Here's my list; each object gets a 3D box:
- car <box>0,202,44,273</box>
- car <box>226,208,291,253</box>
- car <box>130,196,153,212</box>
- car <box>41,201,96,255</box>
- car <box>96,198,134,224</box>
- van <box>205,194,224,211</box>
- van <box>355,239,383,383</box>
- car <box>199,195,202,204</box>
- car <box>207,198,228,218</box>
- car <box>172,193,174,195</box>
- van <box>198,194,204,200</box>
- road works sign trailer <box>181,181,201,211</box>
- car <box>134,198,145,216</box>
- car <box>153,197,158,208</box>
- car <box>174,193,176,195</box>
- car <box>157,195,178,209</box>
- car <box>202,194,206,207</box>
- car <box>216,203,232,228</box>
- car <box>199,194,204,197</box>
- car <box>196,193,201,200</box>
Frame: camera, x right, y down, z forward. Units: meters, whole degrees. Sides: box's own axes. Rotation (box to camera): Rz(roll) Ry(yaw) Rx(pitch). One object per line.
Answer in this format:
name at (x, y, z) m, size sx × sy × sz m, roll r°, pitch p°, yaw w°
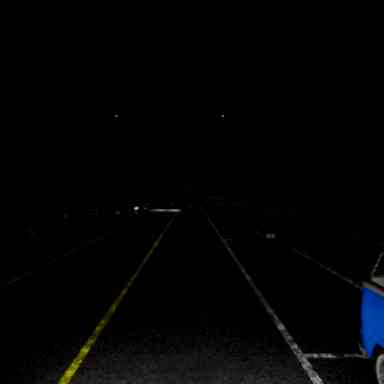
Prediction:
car at (-5.790, 1.314, 7.888) m, size 2.192 × 1.841 × 5.009 m, roll 0°, pitch 0°, yaw 0°
car at (2.713, 1.565, 13.544) m, size 1.947 × 1.339 × 4.313 m, roll 0°, pitch 0°, yaw 0°
car at (-5.893, 1.318, 35.935) m, size 2.192 × 1.841 × 5.009 m, roll 0°, pitch 0°, yaw 0°
car at (-5.811, 1.314, 13.496) m, size 2.192 × 1.841 × 5.009 m, roll 0°, pitch 0°, yaw 0°
car at (-5.853, 1.440, 24.716) m, size 1.967 × 1.590 × 4.097 m, roll 0°, pitch 0°, yaw 0°
van at (2.632, 1.345, 35.981) m, size 1.690 × 1.788 × 3.998 m, roll 0°, pitch 0°, yaw 0°
van at (2.755, 1.341, 2.326) m, size 1.690 × 1.788 × 3.998 m, roll 0°, pitch 0°, yaw 0°
car at (2.570, 1.578, 52.808) m, size 1.947 × 1.339 × 4.313 m, roll 0°, pitch 0°, yaw 0°
car at (2.652, 1.547, 30.372) m, size 1.887 × 1.381 × 4.507 m, roll 0°, pitch 0°, yaw 0°
car at (-6.058, 1.476, 80.810) m, size 1.967 × 1.590 × 4.097 m, roll 0°, pitch 0°, yaw 0°
van at (2.426, 1.390, 92.072) m, size 1.690 × 1.788 × 3.998 m, roll 0°, pitch 0°, yaw 0°
road works sign trailer at (-0.148, 0.470, 40.305) m, size 2.380 × 3.560 × 2.880 m, roll 0°, pitch 0°, yaw 0°
car at (-5.873, 1.552, 30.326) m, size 2.008 × 1.369 × 4.403 m, roll 0°, pitch 0°, yaw 0°
car at (-5.935, 1.574, 47.154) m, size 1.947 × 1.339 × 4.313 m, roll 0°, pitch 0°, yaw 0°
car at (-6.079, 1.357, 86.420) m, size 2.192 × 1.841 × 5.009 m, roll 0°, pitch 0°, yaw 0°
car at (-3.252, 1.511, 45.087) m, size 1.837 × 1.490 × 4.892 m, roll 0°, pitch 0°, yaw 0°
car at (2.611, 1.446, 41.590) m, size 1.967 × 1.590 × 4.097 m, roll 0°, pitch 0°, yaw 0°
car at (2.693, 1.566, 19.154) m, size 1.947 × 1.339 × 4.313 m, roll 0°, pitch 0°, yaw 0°
car at (2.528, 1.603, 64.026) m, size 1.802 × 1.307 × 4.206 m, roll 0°, pitch 0°, yaw 0°
car at (2.508, 1.341, 69.635) m, size 2.192 × 1.841 × 5.009 m, roll 0°, pitch 0°, yaw 0°
